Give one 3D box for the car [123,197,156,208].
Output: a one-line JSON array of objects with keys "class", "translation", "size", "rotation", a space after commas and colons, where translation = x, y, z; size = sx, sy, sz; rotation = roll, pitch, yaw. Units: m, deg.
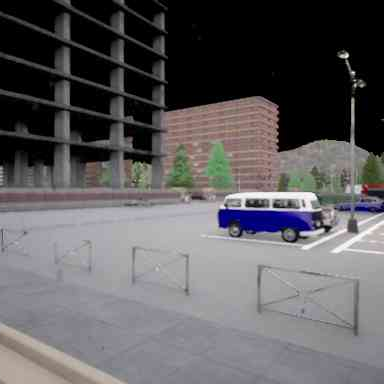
[{"class": "car", "translation": [-7.047, 1.385, 44.832], "size": [1.895, 1.301, 4.718], "rotation": [0, 0, 35]}]
